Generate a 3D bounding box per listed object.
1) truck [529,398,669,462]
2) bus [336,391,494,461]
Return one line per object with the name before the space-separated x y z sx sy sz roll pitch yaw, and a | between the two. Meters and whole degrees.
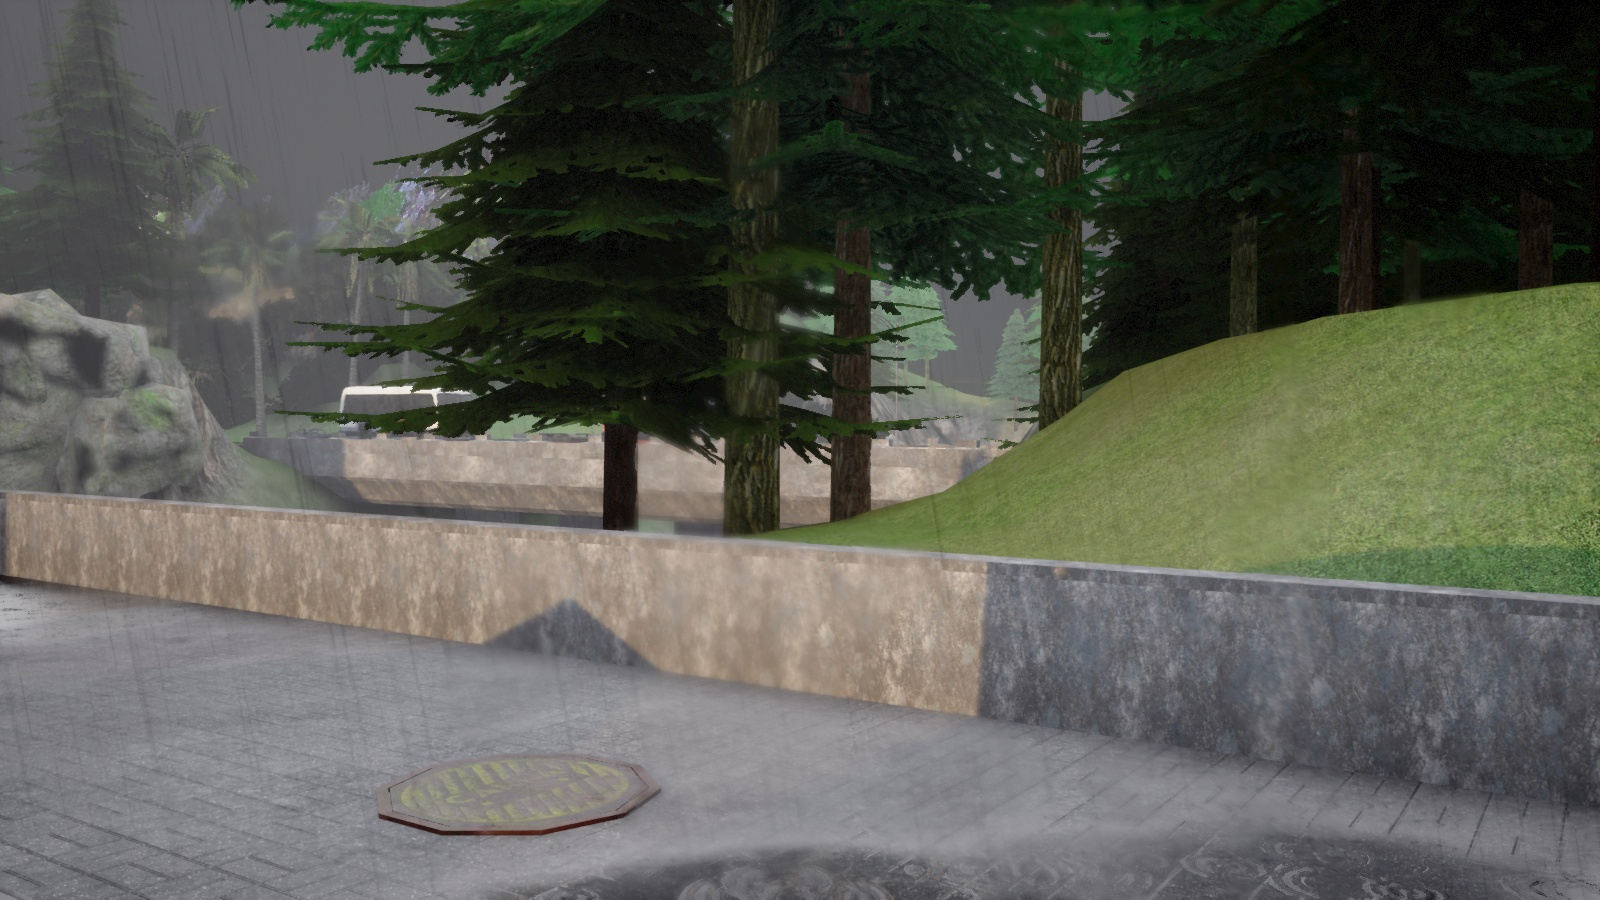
truck | -11.461 -1.119 71.232 7.936 3.462 2.891 0 1 34
bus | -24.542 -1.514 79.892 10.273 4.253 3.944 1 1 34
